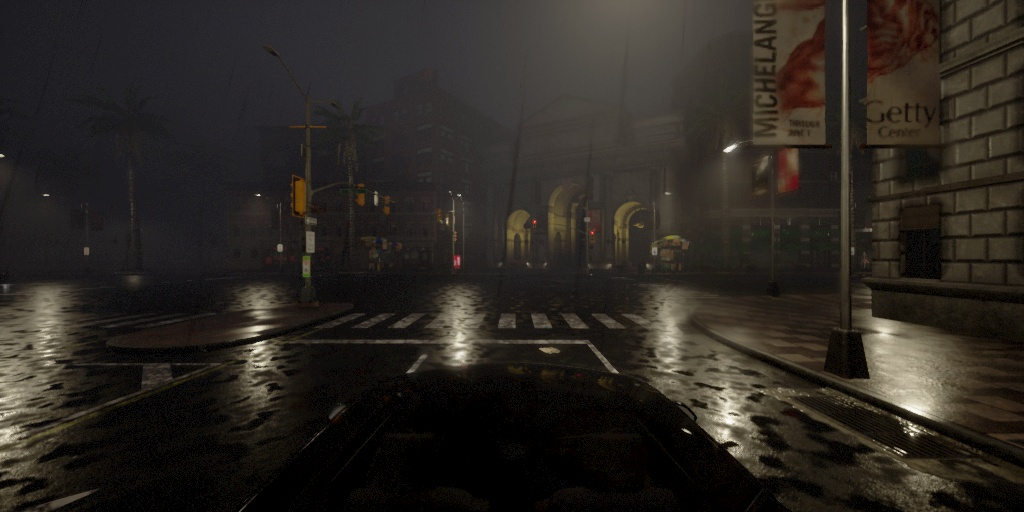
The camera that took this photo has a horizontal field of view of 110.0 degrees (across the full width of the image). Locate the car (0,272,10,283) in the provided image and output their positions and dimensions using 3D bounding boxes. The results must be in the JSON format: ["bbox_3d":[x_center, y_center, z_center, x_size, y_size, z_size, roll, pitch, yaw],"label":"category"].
[{"bbox_3d":[-38.891,1.351,25.283,4.718,1.301,1.895,0,0,0],"label":"car"}]
